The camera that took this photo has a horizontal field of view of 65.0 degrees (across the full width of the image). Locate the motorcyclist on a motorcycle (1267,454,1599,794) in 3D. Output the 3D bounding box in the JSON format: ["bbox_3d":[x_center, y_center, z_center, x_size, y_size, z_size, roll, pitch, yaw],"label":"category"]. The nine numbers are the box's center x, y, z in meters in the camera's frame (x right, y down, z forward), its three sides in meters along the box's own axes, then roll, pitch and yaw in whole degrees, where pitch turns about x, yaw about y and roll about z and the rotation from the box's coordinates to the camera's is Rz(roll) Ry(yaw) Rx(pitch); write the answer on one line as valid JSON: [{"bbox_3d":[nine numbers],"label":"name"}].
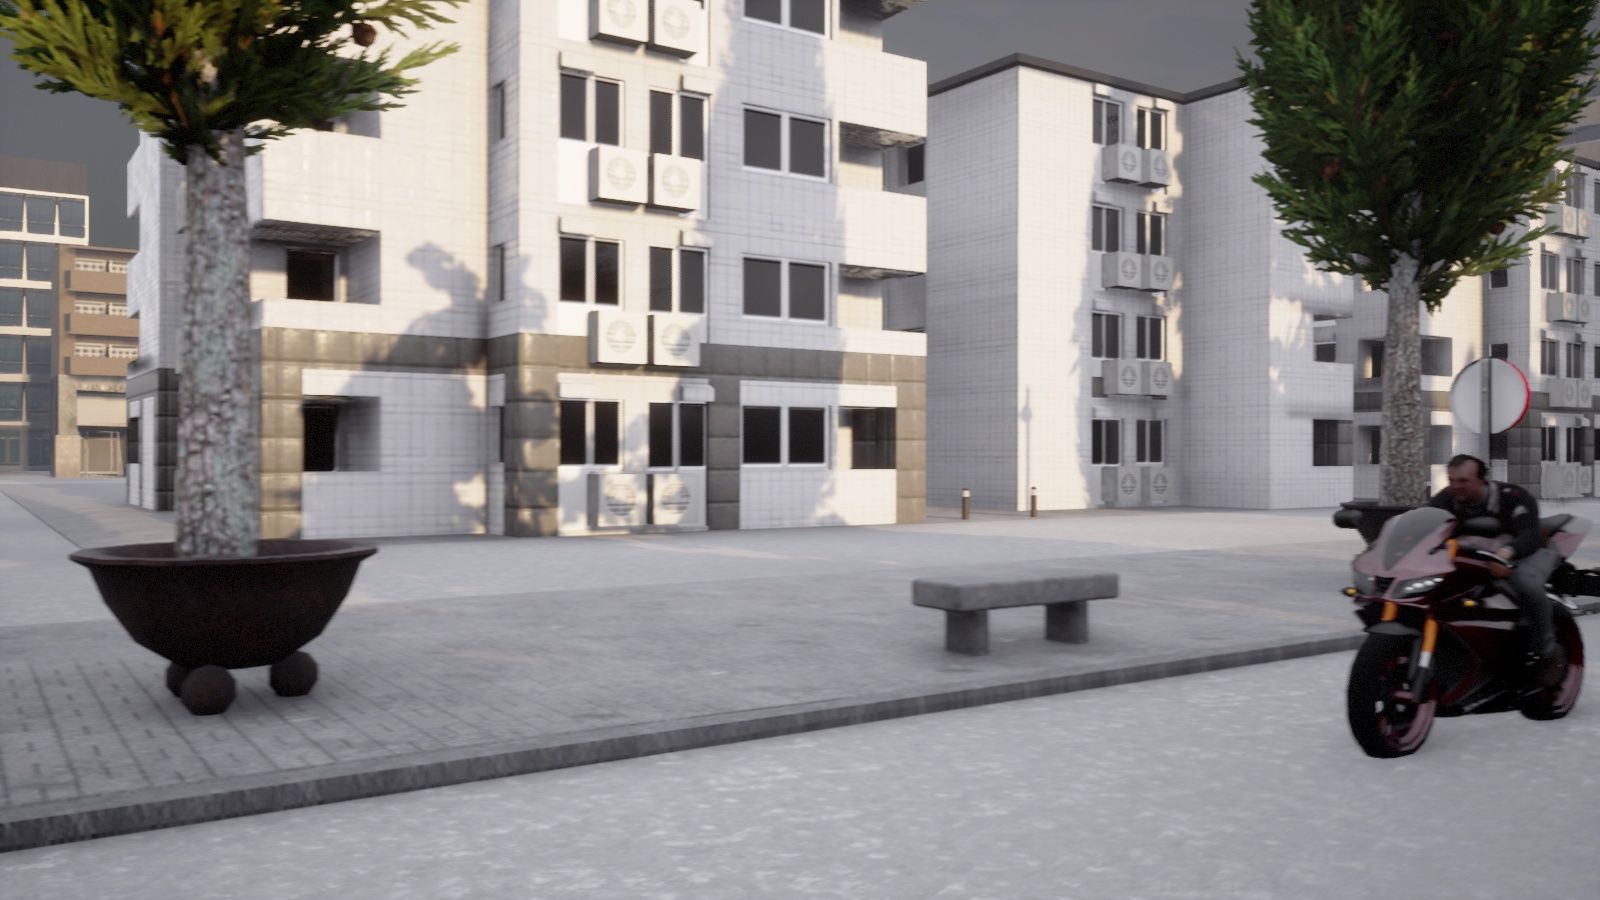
[{"bbox_3d":[3.527,0.788,6.638,2.191,1.530,0.866,0,0,-34],"label":"motorcyclist on a motorcycle"}]
